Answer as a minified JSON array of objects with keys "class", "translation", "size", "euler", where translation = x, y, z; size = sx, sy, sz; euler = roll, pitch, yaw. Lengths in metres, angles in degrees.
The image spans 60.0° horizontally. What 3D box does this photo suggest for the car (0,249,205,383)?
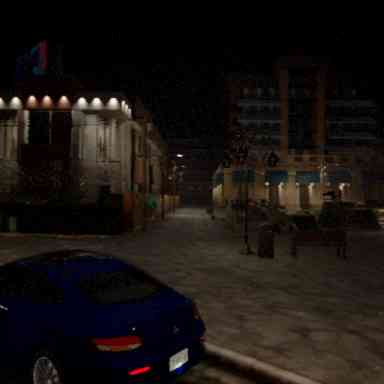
[{"class":"car","translation":[-1.979,1.599,4.894],"size":[4.674,1.442,1.812],"euler":[0,-1,37]}]
